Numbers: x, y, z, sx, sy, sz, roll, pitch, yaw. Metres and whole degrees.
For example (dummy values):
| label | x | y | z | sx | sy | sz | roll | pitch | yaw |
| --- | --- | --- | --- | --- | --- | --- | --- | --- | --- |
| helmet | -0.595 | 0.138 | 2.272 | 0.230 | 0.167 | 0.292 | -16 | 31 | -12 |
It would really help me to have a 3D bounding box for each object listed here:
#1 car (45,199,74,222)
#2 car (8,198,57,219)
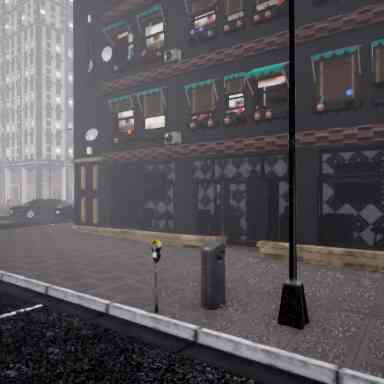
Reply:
| label | x | y | z | sx | sy | sz | roll | pitch | yaw |
| --- | --- | --- | --- | --- | --- | --- | --- | --- | --- |
| car | -7.317 | 1.279 | 22.792 | 1.947 | 1.339 | 4.313 | 1 | 1 | 35 |
| car | -11.882 | 1.239 | 26.388 | 1.837 | 1.490 | 4.892 | 0 | 1 | 35 |
